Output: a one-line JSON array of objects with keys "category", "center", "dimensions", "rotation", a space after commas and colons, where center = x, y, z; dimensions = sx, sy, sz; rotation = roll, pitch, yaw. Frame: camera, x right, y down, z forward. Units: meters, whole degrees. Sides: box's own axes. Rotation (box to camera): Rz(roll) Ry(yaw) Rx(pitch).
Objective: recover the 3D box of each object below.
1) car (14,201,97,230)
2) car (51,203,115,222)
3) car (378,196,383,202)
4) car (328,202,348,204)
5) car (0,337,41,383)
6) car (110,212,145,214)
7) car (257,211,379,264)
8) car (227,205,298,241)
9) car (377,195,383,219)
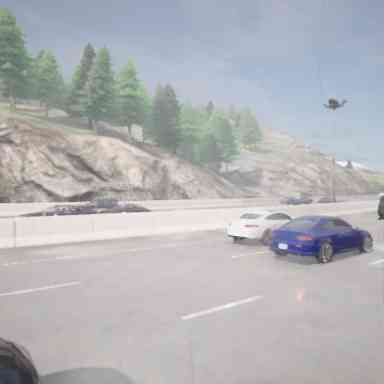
[{"category": "car", "center": [-8.070, 1.539, 19.946], "dimensions": [4.902, 1.511, 2.128], "rotation": [0, 0, -38]}, {"category": "car", "center": [-9.099, 1.665, 27.995], "dimensions": [4.718, 1.301, 1.895], "rotation": [0, 0, -39]}, {"category": "car", "center": [46.391, 1.601, 80.290], "dimensions": [1.994, 1.385, 4.181], "rotation": [0, 0, 38]}, {"category": "car", "center": [20.832, 1.671, 47.784], "dimensions": [1.895, 1.301, 4.718], "rotation": [0, 0, 40]}, {"category": "car", "center": [-3.298, 1.514, 1.504], "dimensions": [4.892, 1.490, 1.837], "rotation": [-1, 0, -35]}, {"category": "car", "center": [-5.311, 1.621, 26.604], "dimensions": [4.181, 1.385, 1.994], "rotation": [0, 0, -40]}, {"category": "car", "center": [4.652, 1.544, 11.898], "dimensions": [4.674, 1.442, 1.812], "rotation": [0, 0, -39]}, {"category": "car", "center": [3.658, 1.552, 15.595], "dimensions": [4.674, 1.442, 1.812], "rotation": [0, 0, -39]}, {"category": "car", "center": [17.655, 1.258, 28.356], "dimensions": [2.150, 2.045, 5.566], "rotation": [0, 0, 45]}]
